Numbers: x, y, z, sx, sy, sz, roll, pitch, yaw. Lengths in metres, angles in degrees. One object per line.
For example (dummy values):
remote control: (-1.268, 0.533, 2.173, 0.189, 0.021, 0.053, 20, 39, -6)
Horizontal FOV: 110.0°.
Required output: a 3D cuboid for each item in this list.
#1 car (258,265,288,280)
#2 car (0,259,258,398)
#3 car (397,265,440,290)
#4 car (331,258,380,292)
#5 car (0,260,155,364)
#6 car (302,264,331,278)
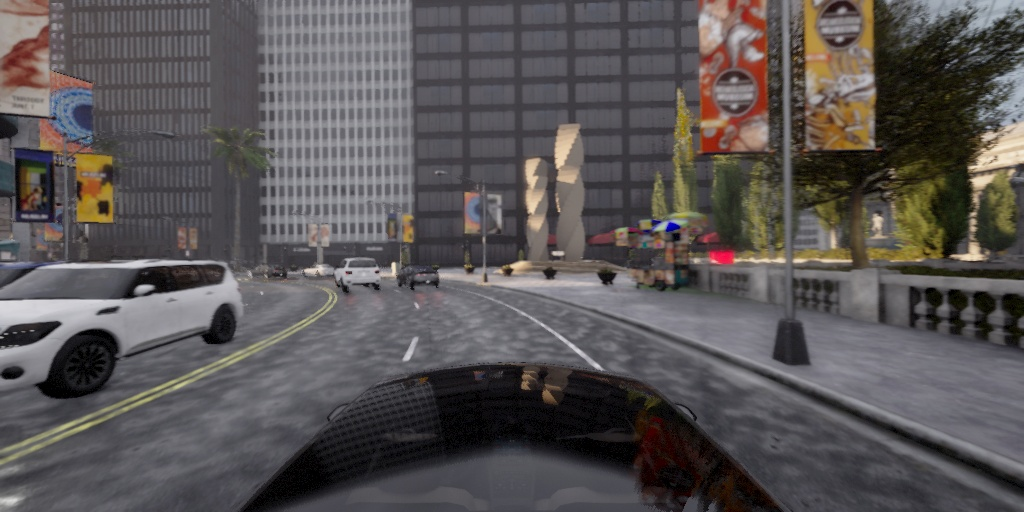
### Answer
car: (-25.497, 1.670, 37.449, 4.892, 1.490, 1.837, -1, -1, 29)
car: (-7.688, 1.086, 6.948, 2.150, 2.045, 5.566, -1, 0, -9)
car: (-6.310, 1.375, 23.828, 2.128, 1.511, 4.902, -1, 0, -31)
car: (-10.260, 1.158, 23.648, 2.150, 2.045, 5.566, 0, 0, -32)
car: (-11.430, 1.136, 8.061, 2.150, 2.045, 5.566, -1, 0, -12)
car: (-20.719, 1.630, 38.684, 4.674, 1.442, 1.812, -1, 0, 34)
